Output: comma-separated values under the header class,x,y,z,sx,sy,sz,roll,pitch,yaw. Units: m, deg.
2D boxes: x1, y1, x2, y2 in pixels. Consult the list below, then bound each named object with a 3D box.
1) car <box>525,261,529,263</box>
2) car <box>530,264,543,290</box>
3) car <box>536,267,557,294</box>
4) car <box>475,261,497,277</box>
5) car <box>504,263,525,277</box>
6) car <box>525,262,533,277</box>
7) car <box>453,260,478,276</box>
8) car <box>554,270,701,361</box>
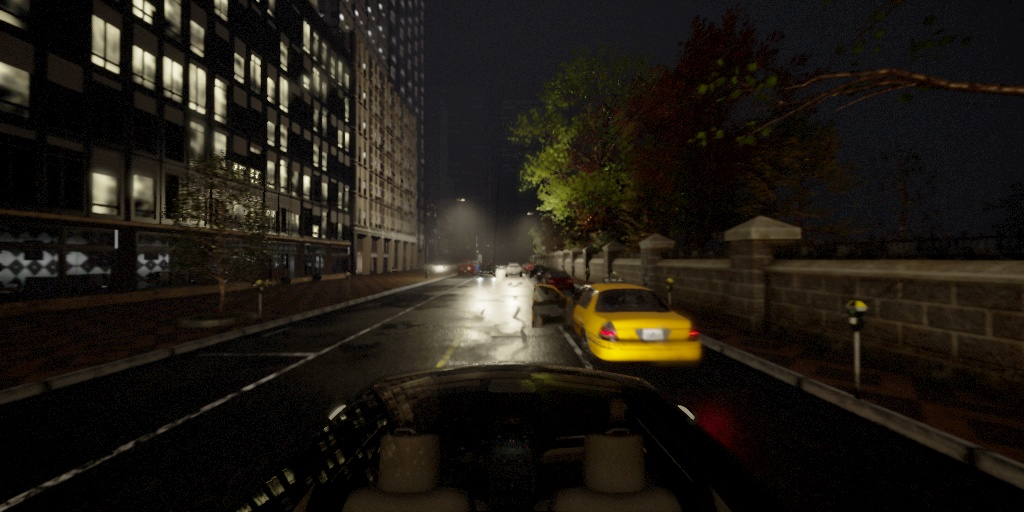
class,x,y,z,sx,sy,sz,roll,pitch,yaw
car,2.692,1.733,49.046,1.802,1.307,4.207,0,0,0
car,2.650,1.526,26.848,1.948,1.339,4.313,0,0,0
car,2.640,1.494,21.298,1.802,1.307,4.207,0,0,0
car,-2.702,1.606,40.464,1.837,1.490,4.892,0,-1,1
car,0.204,1.616,40.724,1.812,1.442,4.674,0,-1,-1
car,2.671,1.622,37.947,1.948,1.339,4.313,0,0,0
car,-5.343,1.450,43.612,2.192,1.841,5.009,0,0,0
car,2.270,1.256,8.316,1.801,1.575,5.366,0,-1,0
